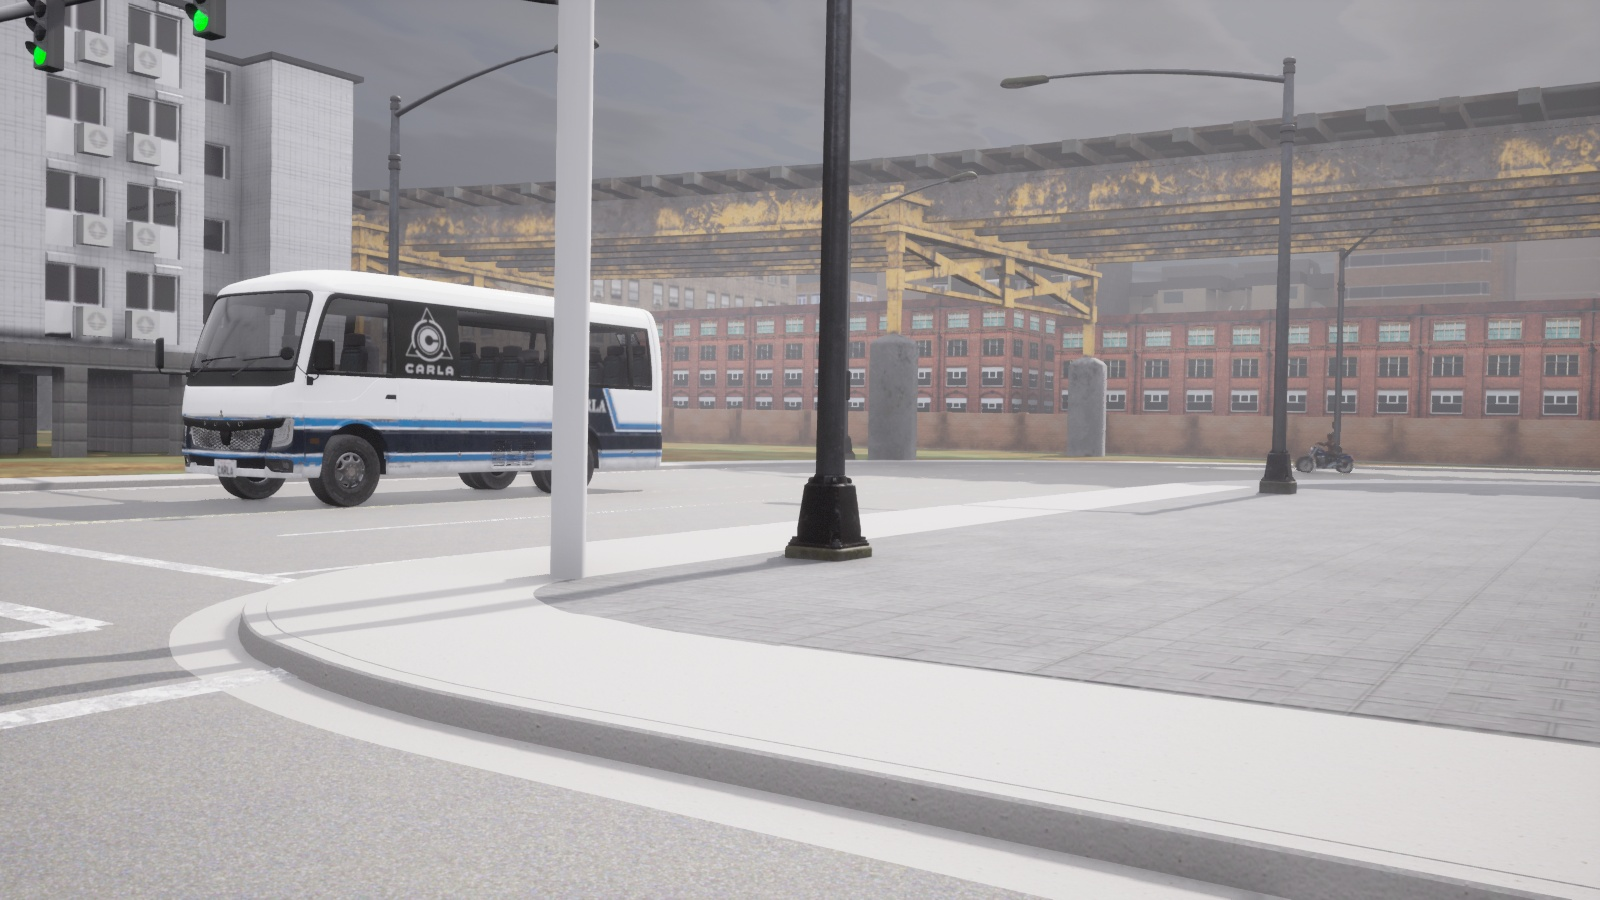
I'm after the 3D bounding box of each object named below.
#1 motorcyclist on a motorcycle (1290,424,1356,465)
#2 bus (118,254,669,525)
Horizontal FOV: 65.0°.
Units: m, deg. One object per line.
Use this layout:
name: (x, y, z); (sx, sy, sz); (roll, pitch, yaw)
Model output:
motorcyclist on a motorcycle: (21.035, -0.229, 50.540); (2.350, 1.649, 0.766); (0, 2, -3)
bus: (-7.391, -1.054, 25.062); (3.944, 4.253, 10.273); (1, 1, 33)
